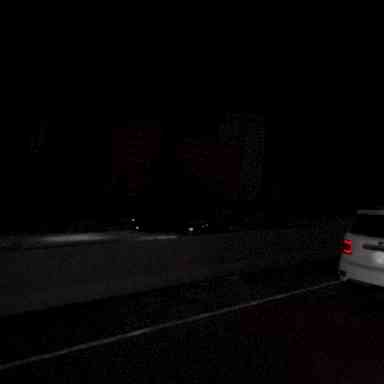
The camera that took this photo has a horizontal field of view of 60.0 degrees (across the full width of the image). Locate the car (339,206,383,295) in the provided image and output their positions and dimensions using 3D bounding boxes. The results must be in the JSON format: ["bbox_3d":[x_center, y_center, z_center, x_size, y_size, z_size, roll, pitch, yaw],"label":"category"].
[{"bbox_3d":[5.746,1.345,7.848,5.566,2.045,2.150,1,-1,-36],"label":"car"}]

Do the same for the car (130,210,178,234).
[{"bbox_3d":[-1.316,1.744,20.254,4.718,1.301,1.895,1,-1,-36],"label":"car"}]

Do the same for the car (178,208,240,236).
[{"bbox_3d":[1.934,1.667,18.272,4.892,1.490,1.837,1,0,-35],"label":"car"}]

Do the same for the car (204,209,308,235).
[{"bbox_3d":[3.155,1.654,14.844,4.892,1.490,1.837,1,0,-36],"label":"car"}]
